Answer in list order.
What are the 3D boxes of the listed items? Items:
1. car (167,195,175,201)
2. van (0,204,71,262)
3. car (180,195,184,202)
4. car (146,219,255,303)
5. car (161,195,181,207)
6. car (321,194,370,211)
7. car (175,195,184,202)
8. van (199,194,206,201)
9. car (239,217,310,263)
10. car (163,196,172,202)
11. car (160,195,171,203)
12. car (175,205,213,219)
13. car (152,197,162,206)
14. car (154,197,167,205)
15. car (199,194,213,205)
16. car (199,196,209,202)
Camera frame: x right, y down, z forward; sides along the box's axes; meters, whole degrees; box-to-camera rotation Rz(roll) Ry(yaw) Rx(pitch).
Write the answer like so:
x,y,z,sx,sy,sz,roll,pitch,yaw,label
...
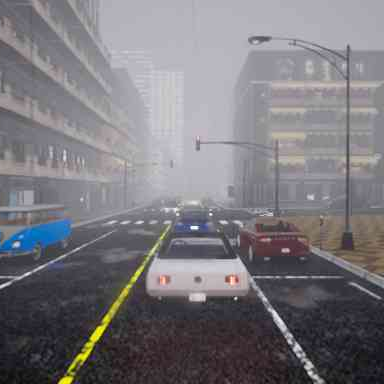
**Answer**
x,y,z,sx,sy,sz,roll,pitch,yaw,label
-5.614,1.566,88.245,1.752,1.417,4.829,-1,0,0,car
-5.689,1.340,11.772,1.690,1.788,3.998,0,0,0,van
-2.985,1.566,64.163,2.033,1.411,5.357,0,0,1,car
0.107,1.599,8.172,1.895,1.301,4.718,0,0,0,car
-3.047,1.571,49.579,1.994,1.385,4.181,0,0,0,car
15.970,1.063,34.749,4.553,1.767,2.097,-1,0,-1,car
-2.925,1.529,79.488,1.837,1.490,4.892,0,0,0,car
2.765,1.382,88.402,1.690,1.788,3.998,-1,0,0,van
2.693,1.543,11.763,1.887,1.381,4.507,0,0,0,car
-5.625,1.611,77.360,1.802,1.307,4.206,-1,0,0,car
-5.631,1.464,71.831,1.967,1.590,4.097,-1,0,0,car
0.113,1.562,16.910,1.994,1.385,4.181,0,0,0,car
-5.645,1.562,55.248,2.008,1.369,4.403,-1,0,0,car
-5.640,1.581,60.775,1.947,1.339,4.313,-1,0,0,car
2.739,1.455,60.763,1.967,1.590,4.097,-1,0,0,car
2.756,1.580,77.346,2.008,1.369,4.403,-1,0,0,car
